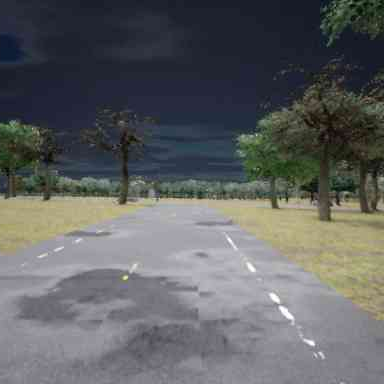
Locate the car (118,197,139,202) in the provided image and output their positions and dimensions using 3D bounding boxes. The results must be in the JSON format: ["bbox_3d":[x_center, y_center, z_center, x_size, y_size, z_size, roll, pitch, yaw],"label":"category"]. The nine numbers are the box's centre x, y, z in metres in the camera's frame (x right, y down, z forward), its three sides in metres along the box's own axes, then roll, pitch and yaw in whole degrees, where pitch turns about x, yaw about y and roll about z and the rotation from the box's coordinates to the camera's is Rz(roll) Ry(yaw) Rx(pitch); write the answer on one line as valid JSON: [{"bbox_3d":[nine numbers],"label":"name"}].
[{"bbox_3d":[-16.427,1.950,86.436,5.357,1.411,2.033,2,0,0],"label":"car"}]
